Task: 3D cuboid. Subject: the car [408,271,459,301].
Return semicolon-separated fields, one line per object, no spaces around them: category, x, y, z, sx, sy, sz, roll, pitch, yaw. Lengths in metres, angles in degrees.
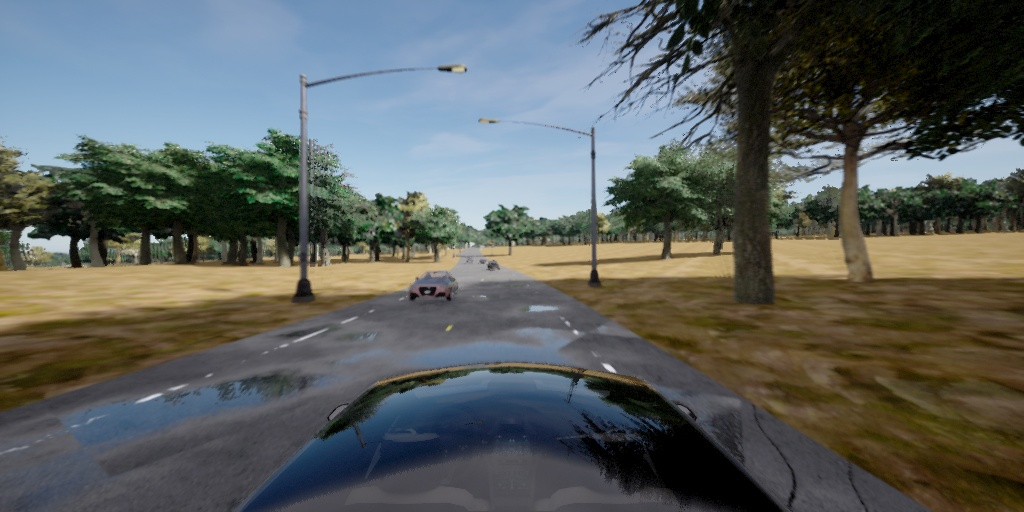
car;-3.888;1.452;18.272;1.994;1.385;4.181;0;0;-2

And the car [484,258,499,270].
car;-3.204;1.477;59.349;1.837;1.490;4.892;0;1;-7
